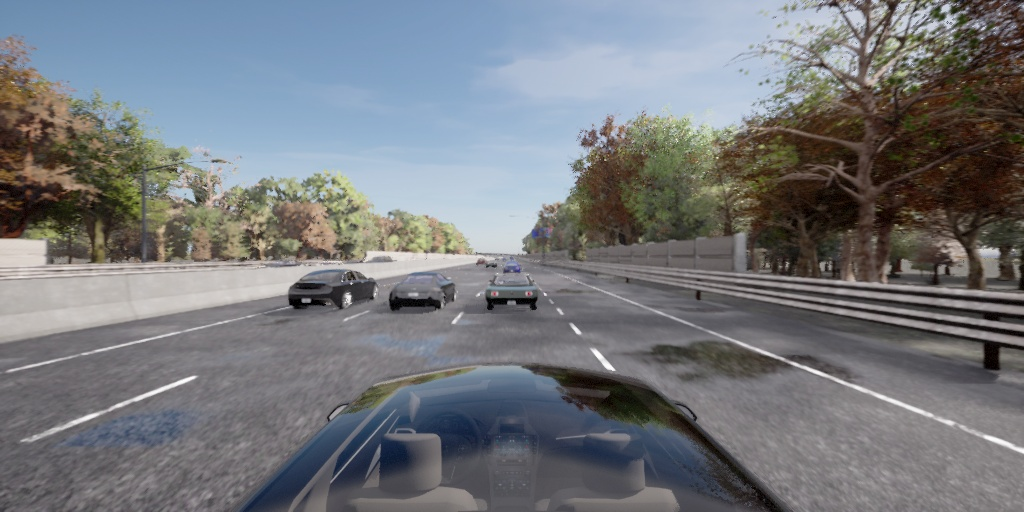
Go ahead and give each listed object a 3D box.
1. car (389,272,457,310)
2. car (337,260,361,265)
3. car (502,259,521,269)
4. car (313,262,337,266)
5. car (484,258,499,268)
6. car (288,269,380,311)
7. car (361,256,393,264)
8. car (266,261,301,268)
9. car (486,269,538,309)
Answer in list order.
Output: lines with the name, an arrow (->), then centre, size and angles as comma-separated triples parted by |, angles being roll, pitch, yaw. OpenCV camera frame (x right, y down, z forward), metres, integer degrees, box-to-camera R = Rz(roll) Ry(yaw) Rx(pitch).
car -> -3.504, 1.336, 14.720 | 1.994, 1.385, 4.181 | 0, 0, 0
car -> -21.059, 1.333, 48.054 | 1.837, 1.490, 4.892 | 0, 0, 1
car -> -0.008, 1.336, 38.090 | 1.812, 1.442, 4.674 | 0, 0, 0
car -> -24.553, 1.429, 47.815 | 1.895, 1.301, 4.718 | 0, 0, 1
car -> -3.513, 1.455, 63.951 | 1.895, 1.301, 4.718 | 0, 0, 0
car -> -7.004, 1.278, 14.634 | 1.837, 1.490, 4.892 | 0, 0, 0
car -> -17.558, 1.045, 47.792 | 2.150, 2.045, 5.566 | 0, 0, 1
car -> -28.057, 1.314, 44.102 | 2.128, 1.511, 4.902 | 0, 0, 1
car -> -0.006, 1.373, 14.896 | 1.895, 1.301, 4.718 | 0, 0, 0
